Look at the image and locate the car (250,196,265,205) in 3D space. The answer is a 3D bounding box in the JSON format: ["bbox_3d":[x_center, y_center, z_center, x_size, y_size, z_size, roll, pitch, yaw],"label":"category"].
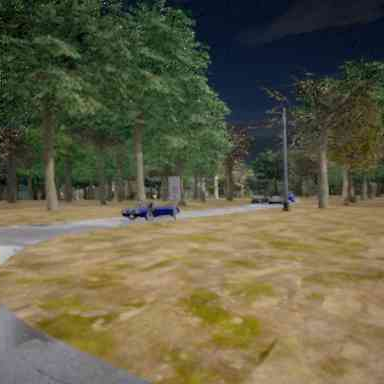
[{"bbox_3d":[10.894,1.279,53.341,2.033,1.411,5.357,-2,-1,26],"label":"car"}]

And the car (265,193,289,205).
[{"bbox_3d":[12.961,1.218,50.606,1.994,1.385,4.181,-2,-1,26],"label":"car"}]

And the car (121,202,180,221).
[{"bbox_3d":[-2.911,1.371,24.607,1.895,1.301,4.718,-2,-1,34],"label":"car"}]

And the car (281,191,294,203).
[{"bbox_3d":[17.045,0.832,59.745,2.150,2.045,5.566,-2,0,21],"label":"car"}]
